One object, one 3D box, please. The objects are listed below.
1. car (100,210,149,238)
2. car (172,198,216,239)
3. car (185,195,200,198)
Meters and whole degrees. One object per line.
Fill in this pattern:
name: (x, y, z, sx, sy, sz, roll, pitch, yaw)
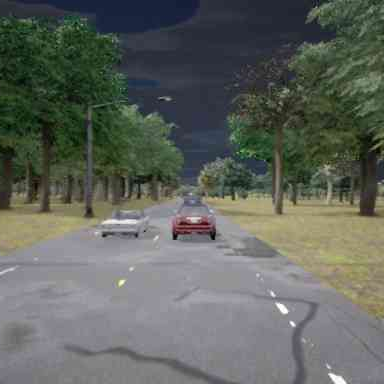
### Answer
car: (-3.510, 1.670, 18.002, 1.895, 1.301, 4.718, 0, 0, 0)
car: (0.090, 1.368, 17.517, 2.097, 1.767, 4.553, 0, 0, 0)
car: (0.078, 1.333, 40.313, 2.150, 2.045, 5.566, 0, 0, 0)
